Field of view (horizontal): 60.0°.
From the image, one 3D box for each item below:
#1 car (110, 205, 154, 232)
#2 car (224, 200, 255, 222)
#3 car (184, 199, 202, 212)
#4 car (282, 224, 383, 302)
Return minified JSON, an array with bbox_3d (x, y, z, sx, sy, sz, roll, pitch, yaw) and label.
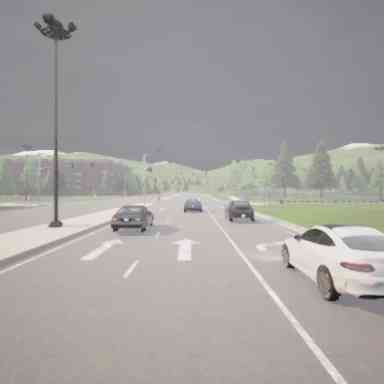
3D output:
[{"bbox_3d":[-3.401,1.473,19.676,2.033,1.411,5.357,0,0,0],"label":"car"},{"bbox_3d":[3.599,1.407,25.689,1.837,1.490,4.892,0,0,0],"label":"car"},{"bbox_3d":[0.099,1.425,36.273,1.994,1.385,4.181,0,0,0],"label":"car"},{"bbox_3d":[3.600,1.495,8.078,1.812,1.442,4.674,0,0,0],"label":"car"}]
